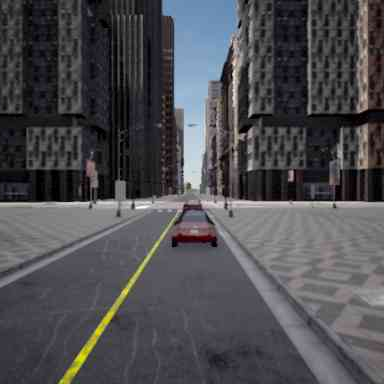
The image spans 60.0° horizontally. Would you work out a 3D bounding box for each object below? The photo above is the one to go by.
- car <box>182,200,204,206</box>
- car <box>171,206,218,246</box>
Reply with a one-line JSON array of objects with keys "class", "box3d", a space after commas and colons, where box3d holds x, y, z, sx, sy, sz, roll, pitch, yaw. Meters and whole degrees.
[{"class": "car", "box3d": [0.102, 1.469, 31.867, 1.882, 1.535, 5.008, 0, 0, 1]}, {"class": "car", "box3d": [0.102, 1.559, 15.290, 1.994, 1.385, 4.181, 0, 0, 0]}]
